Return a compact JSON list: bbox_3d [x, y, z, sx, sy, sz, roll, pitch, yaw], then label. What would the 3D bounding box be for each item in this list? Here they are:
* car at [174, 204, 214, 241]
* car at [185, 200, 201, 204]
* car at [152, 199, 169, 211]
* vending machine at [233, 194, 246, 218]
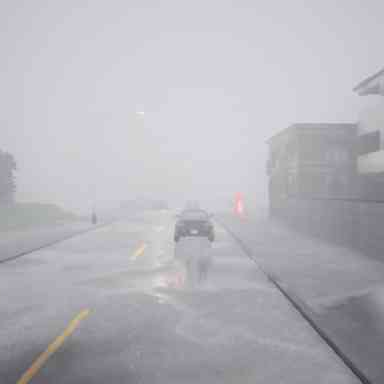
[{"bbox_3d":[0.101,1.569,16.801,1.812,1.442,4.674,0,0,0],"label":"car"},{"bbox_3d":[0.090,1.649,39.327,2.033,1.411,5.357,0,0,0],"label":"car"},{"bbox_3d":[-4.063,1.660,43.919,2.033,1.411,5.357,0,0,1],"label":"car"},{"bbox_3d":[4.296,1.273,30.250,1.100,2.100,0.880,0,0,0],"label":"vending machine"}]
